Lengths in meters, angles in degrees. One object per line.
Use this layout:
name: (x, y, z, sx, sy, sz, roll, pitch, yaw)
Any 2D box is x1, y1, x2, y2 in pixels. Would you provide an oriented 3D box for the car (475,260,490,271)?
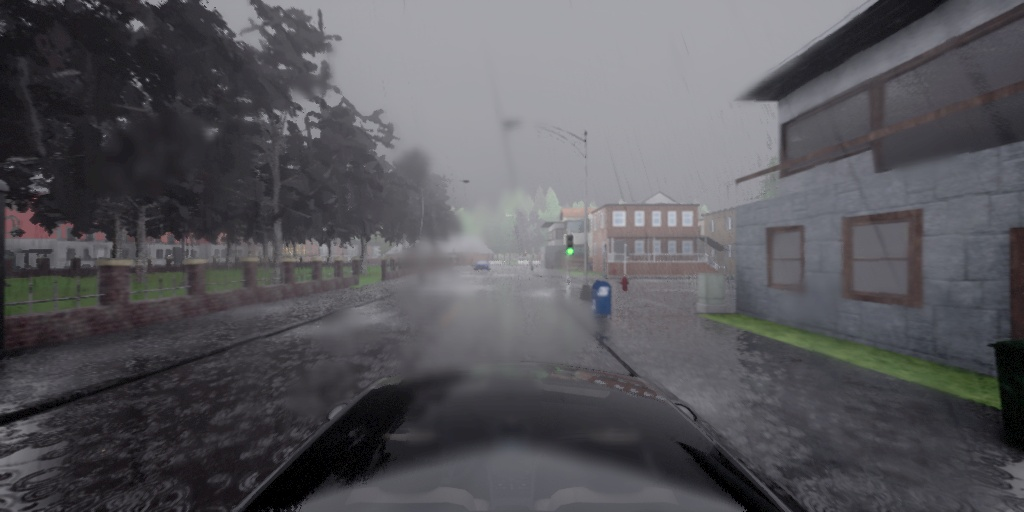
car: (-4.066, 1.315, 50.054, 1.882, 1.535, 5.008, 0, 0, 0)
